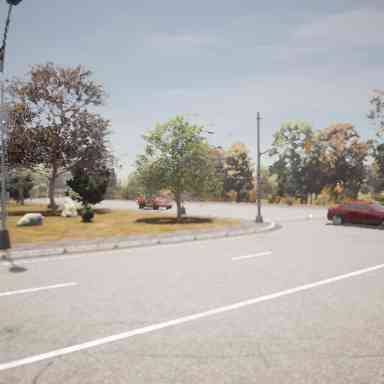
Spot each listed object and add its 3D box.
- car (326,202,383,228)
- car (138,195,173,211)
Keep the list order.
[{"bbox_3d":[10.758,1.368,20.319,1.882,1.535,5.008,-1,0,-34],"label":"car"},{"bbox_3d":[-4.527,1.137,40.619,2.150,2.045,5.566,-1,1,-38],"label":"car"}]
